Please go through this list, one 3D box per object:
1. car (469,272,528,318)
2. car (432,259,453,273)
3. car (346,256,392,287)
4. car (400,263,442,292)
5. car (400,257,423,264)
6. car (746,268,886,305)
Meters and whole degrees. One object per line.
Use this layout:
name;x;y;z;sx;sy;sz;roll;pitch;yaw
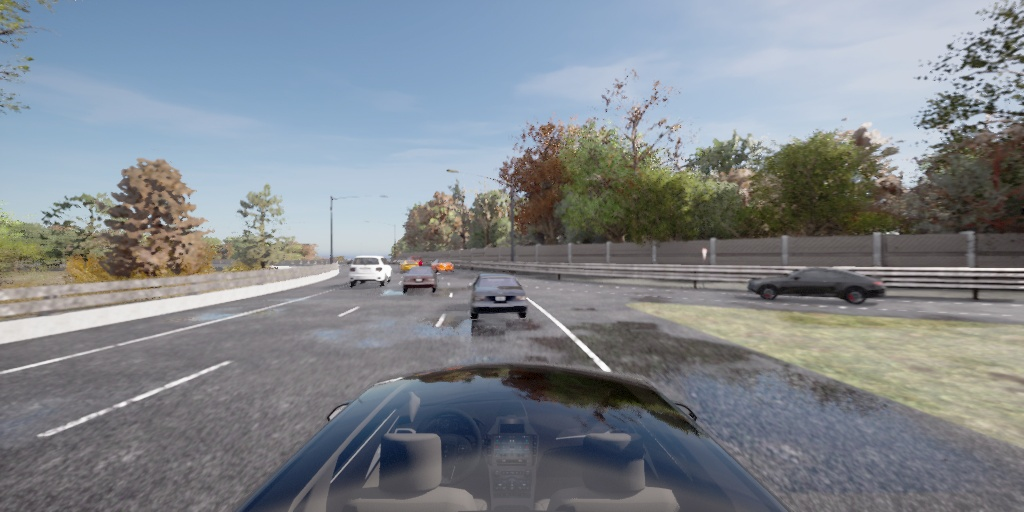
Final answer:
car;-0.580;1.299;13.051;2.033;1.411;5.357;0;0;-5
car;-8.661;1.134;44.008;2.097;1.767;4.553;0;0;-22
car;-9.783;1.009;25.069;2.150;2.045;5.566;0;0;-13
car;-5.400;1.318;21.376;2.033;1.411;5.357;0;0;-11
car;-13.124;1.277;45.784;1.882;1.535;5.008;0;0;-24
car;13.034;1.226;15.700;4.674;1.442;1.812;0;0;31
